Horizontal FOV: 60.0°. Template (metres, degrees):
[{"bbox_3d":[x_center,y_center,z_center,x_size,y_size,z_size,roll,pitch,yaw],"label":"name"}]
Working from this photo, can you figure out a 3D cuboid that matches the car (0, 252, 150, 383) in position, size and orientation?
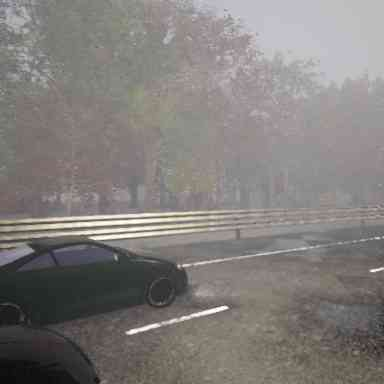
[{"bbox_3d":[-2.901,1.488,1.612,4.902,1.511,2.128,0,0,-36],"label":"car"}]

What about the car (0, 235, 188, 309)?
[{"bbox_3d":[-2.141,1.553,6.430,4.181,1.385,1.994,0,0,-35],"label":"car"}]
